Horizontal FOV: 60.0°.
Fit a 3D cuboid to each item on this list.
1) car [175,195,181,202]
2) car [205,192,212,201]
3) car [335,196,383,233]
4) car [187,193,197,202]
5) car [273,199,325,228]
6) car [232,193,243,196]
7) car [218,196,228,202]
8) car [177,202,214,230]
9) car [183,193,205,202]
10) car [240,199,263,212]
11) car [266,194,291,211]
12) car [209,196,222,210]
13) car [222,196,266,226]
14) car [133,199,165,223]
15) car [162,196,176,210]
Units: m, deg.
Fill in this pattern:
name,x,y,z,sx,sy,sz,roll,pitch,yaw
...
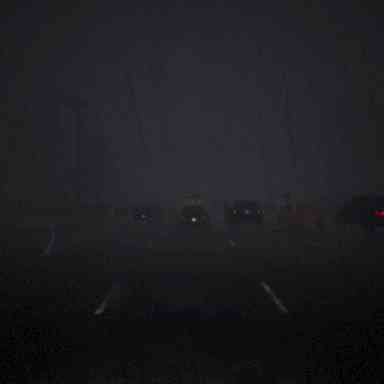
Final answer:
name,x,y,z,sx,sy,sz,roll,pitch,yaw
car,-3.499,1.533,77.798,2.128,1.511,4.902,0,0,0
car,3.501,1.485,77.798,1.882,1.535,5.008,0,0,0
car,10.601,1.223,19.781,2.150,2.045,5.566,0,0,0
car,0.001,1.230,75.745,2.150,2.045,5.566,0,0,0
car,7.101,1.480,22.164,1.882,1.535,5.008,0,0,0
car,10.501,1.230,76.162,2.150,2.045,5.566,0,0,0
car,7.001,1.557,75.715,1.994,1.385,4.181,0,0,0
car,0.101,1.566,20.959,1.994,1.385,4.181,0,0,0
car,0.102,1.225,40.848,2.150,2.045,5.566,0,0,0
car,7.100,1.605,40.097,1.895,1.301,4.718,0,0,0
car,10.601,1.225,40.865,2.150,2.045,5.566,0,0,0
car,3.588,1.530,42.676,1.812,1.442,4.674,0,0,0
car,3.601,1.354,23.856,2.097,1.767,4.553,0,0,0
car,-3.414,1.528,25.808,1.812,1.442,4.674,0,0,0
car,-3.412,1.530,42.650,1.812,1.442,4.674,0,0,0
